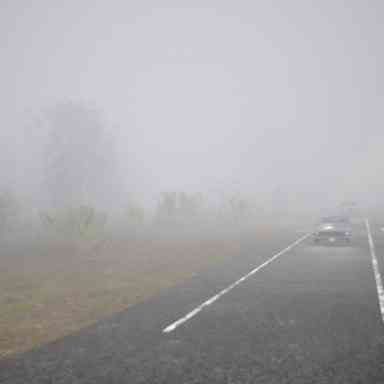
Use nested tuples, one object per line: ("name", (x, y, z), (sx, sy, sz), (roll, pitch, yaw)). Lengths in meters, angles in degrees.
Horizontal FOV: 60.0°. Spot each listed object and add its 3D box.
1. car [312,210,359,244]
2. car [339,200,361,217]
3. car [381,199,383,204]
("car", (7.875, 1.943, 18.356), (2.033, 1.411, 5.357), (-3, -2, 27))
("car", (19.531, 2.039, 41.103), (2.150, 2.045, 5.566), (-3, -2, 27))
("car", (46.000, 2.715, 77.385), (2.033, 1.411, 5.357), (-3, -2, 27))
